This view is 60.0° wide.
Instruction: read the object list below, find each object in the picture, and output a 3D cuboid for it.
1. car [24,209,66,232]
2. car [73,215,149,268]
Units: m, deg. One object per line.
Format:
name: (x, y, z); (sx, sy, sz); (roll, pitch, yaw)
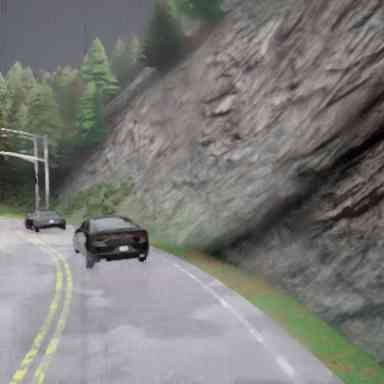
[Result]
car: (-10.125, 1.890, 22.828); (1.994, 1.385, 4.181); (-3, 0, -36)
car: (-3.056, 1.561, 11.893); (1.882, 1.535, 5.008); (-2, -1, -26)
